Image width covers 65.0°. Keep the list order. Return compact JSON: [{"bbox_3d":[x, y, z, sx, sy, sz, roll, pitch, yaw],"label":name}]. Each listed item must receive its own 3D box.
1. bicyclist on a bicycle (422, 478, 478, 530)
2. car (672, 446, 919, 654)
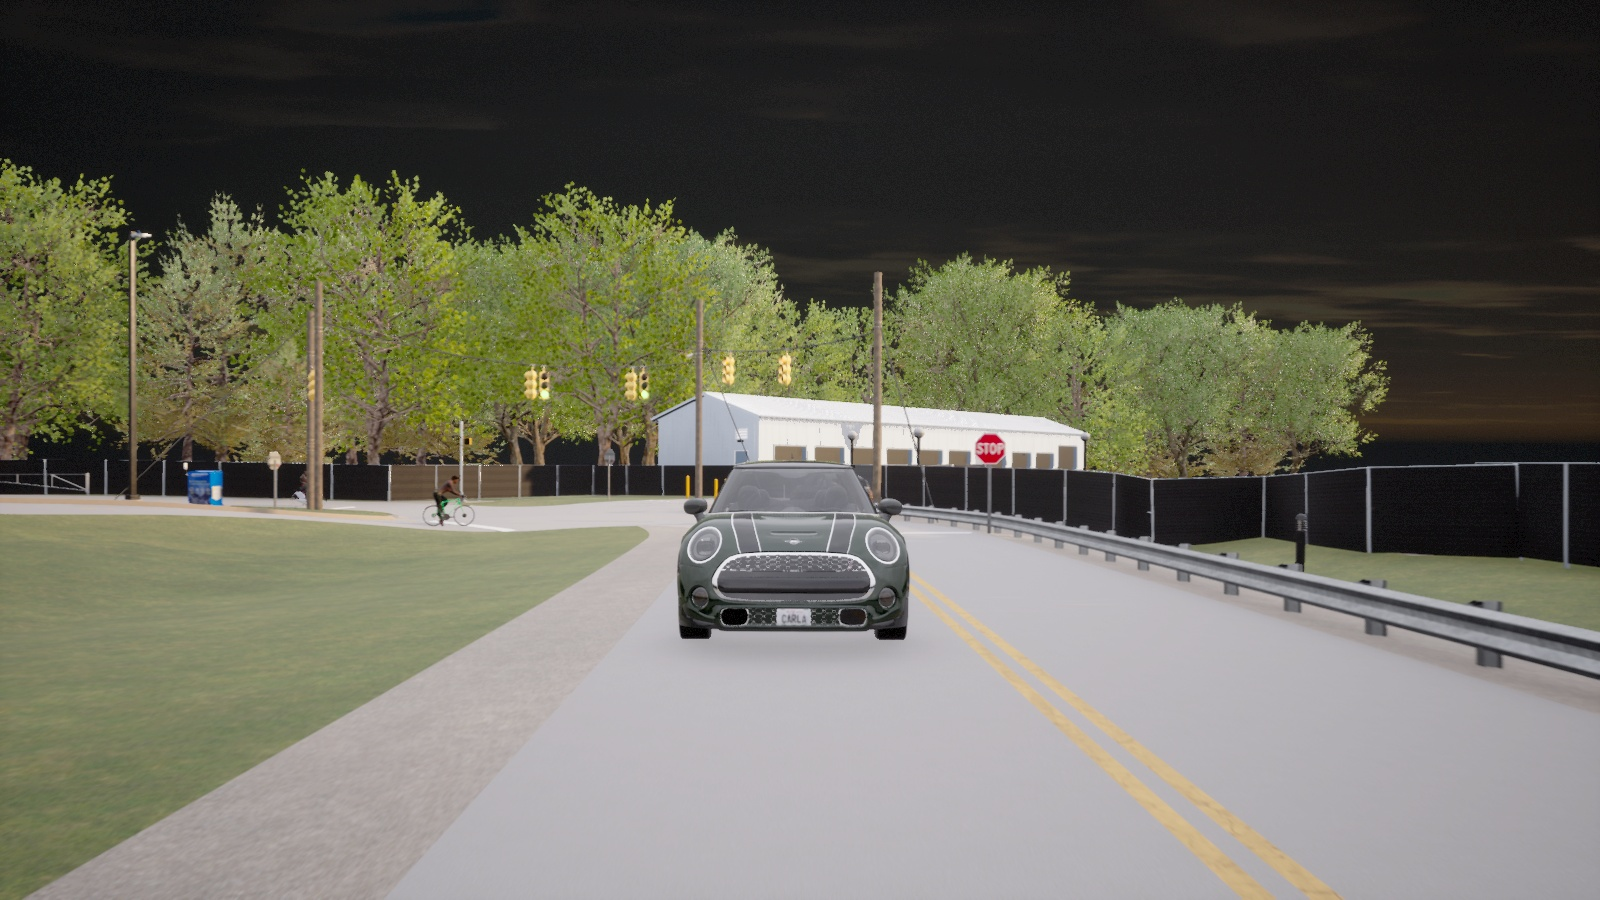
[{"bbox_3d":[-11.241,1.728,40.349,1.656,1.620,0.582,1,1,-26],"label":"bicyclist on a bicycle"},{"bbox_3d":[-0.066,0.889,12.976,2.097,1.767,4.553,0,-1,-1],"label":"car"}]
